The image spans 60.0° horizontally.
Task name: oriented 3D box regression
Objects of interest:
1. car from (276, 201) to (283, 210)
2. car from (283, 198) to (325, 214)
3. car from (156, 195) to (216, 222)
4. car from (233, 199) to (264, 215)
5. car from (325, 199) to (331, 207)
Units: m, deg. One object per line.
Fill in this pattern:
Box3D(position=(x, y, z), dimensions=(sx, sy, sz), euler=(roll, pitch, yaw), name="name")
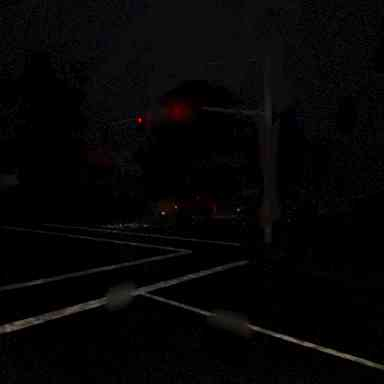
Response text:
Box3D(position=(12.247, 1.542, 41.512), dimensions=(1.812, 1.442, 4.674), euler=(0, 0, 41), name="car")
Box3D(position=(12.111, 1.504, 35.713), dimensions=(2.128, 1.511, 4.902), euler=(0, 0, 41), name="car")
Box3D(position=(-0.349, 1.235, 26.996), dimensions=(2.150, 2.045, 5.566), euler=(0, 0, 41), name="car")
Box3D(position=(6.155, 1.506, 34.487), dimensions=(2.128, 1.511, 4.902), euler=(0, 0, 41), name="car")
Box3D(position=(18.873, 1.618, 49.126), dimensions=(1.895, 1.301, 4.718), euler=(0, 0, 41), name="car")
